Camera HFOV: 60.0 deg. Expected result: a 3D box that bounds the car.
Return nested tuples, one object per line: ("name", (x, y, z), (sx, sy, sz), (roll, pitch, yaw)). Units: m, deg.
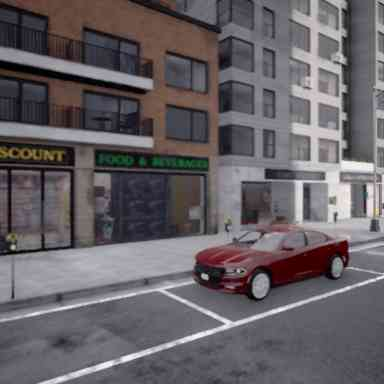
("car", (2.105, 1.515, 8.263), (4.507, 1.381, 1.887), (0, 0, -35))
